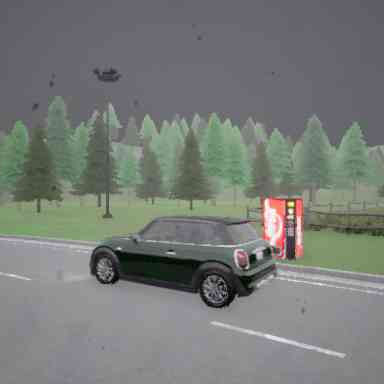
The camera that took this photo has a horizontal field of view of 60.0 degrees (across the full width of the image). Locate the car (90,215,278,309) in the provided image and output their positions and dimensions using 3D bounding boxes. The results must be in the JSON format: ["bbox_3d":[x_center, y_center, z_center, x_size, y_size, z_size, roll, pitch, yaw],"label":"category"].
[{"bbox_3d":[-0.361,1.351,8.096,4.553,1.767,2.097,0,0,33],"label":"car"}]

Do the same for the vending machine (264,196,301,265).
[{"bbox_3d":[2.982,1.195,10.958,0.880,2.100,1.100,0,0,33],"label":"vending machine"}]
